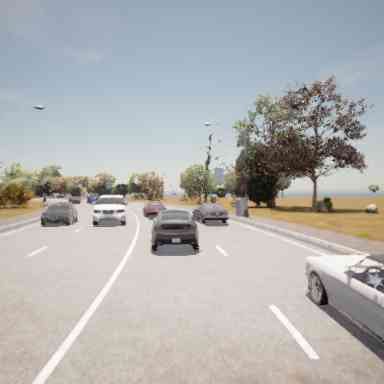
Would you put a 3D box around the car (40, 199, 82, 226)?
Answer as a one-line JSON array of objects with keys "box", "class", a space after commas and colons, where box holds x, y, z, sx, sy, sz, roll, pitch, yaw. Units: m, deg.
[{"box": [-9.356, 1.527, 23.746, 1.837, 1.490, 4.892, 0, 0, -10], "class": "car"}]

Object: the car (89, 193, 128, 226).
[{"box": [-5.832, 1.238, 24.047, 2.150, 2.045, 5.566, 0, 0, -10], "class": "car"}]

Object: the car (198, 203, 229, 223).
[{"box": [1.299, 1.555, 25.124, 2.033, 1.411, 5.357, 0, 0, -10], "class": "car"}]

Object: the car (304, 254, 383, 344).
[{"box": [3.408, 1.595, 5.121, 1.895, 1.301, 4.718, 0, 0, -2], "class": "car"}]

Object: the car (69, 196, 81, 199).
[{"box": [-22.068, 1.516, 62.797, 1.882, 1.535, 5.008, 0, 0, -26], "class": "car"}]

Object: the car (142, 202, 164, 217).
[{"box": [-3.557, 1.581, 31.379, 1.994, 1.385, 4.181, 0, 0, -12], "class": "car"}]

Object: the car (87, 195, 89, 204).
[{"box": [-18.700, 1.278, 63.949, 2.150, 2.045, 5.566, 0, 0, -26], "class": "car"}]

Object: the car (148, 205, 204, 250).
[{"box": [-0.798, 1.511, 14.468, 1.837, 1.490, 4.892, 0, 0, -5], "class": "car"}]
